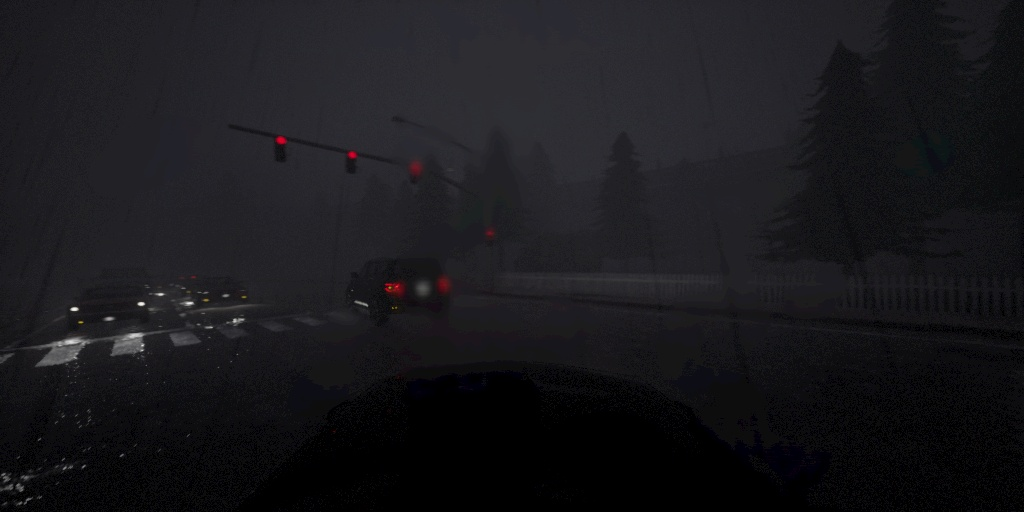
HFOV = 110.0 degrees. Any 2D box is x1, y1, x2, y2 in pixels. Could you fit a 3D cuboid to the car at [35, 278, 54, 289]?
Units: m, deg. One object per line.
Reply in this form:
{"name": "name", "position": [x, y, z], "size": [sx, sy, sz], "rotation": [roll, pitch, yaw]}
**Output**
{"name": "car", "position": [-47.847, 2.685, 38.711], "size": [5.008, 1.535, 1.882], "rotation": [-2, 0, -11]}

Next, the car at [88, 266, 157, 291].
{"name": "car", "position": [-21.625, 1.618, 20.040], "size": [5.566, 2.045, 2.150], "rotation": [-2, 0, 44]}

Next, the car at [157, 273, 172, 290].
{"name": "car", "position": [-29.510, 2.214, 29.931], "size": [4.181, 1.385, 1.994], "rotation": [-2, 0, 24]}

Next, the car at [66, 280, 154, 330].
{"name": "car", "position": [-14.654, 1.777, 13.207], "size": [4.718, 1.301, 1.895], "rotation": [-2, 0, 45]}

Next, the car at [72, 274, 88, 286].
{"name": "car", "position": [-29.456, 2.203, 26.037], "size": [4.181, 1.385, 1.994], "rotation": [-2, 0, 26]}

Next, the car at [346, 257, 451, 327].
{"name": "car", "position": [-4.137, 1.088, 12.498], "size": [2.150, 2.045, 5.566], "rotation": [-1, 0, -36]}

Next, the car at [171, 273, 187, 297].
{"name": "car", "position": [-21.278, 1.960, 24.296], "size": [4.181, 1.385, 1.994], "rotation": [-2, 0, 41]}

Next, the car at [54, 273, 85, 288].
{"name": "car", "position": [-41.672, 2.568, 36.030], "size": [5.357, 1.411, 2.033], "rotation": [-2, 0, -2]}

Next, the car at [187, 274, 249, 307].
{"name": "car", "position": [-15.148, 1.767, 18.550], "size": [4.181, 1.385, 1.994], "rotation": [-2, 0, 44]}

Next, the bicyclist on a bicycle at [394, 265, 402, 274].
{"name": "bicyclist on a bicycle", "position": [-9.094, 1.349, 28.110], "size": [0.582, 1.620, 1.656], "rotation": [-2, 0, 45]}
